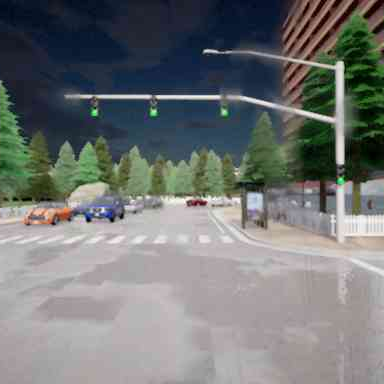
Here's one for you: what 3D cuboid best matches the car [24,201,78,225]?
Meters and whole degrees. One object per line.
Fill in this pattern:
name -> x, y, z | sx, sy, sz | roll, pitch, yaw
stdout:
car -> -10.517, 1.465, 24.725 | 2.097, 1.767, 4.553 | 0, 0, 1

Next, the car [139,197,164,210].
car -> -5.533, 1.557, 47.225 | 2.097, 1.767, 4.553 | 0, 0, 13

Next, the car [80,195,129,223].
car -> -7.018, 1.337, 27.411 | 2.150, 2.045, 5.566 | 0, 0, 1

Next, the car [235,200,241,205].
car -> 6.736, 1.770, 63.280 | 1.812, 1.442, 4.674 | 0, 0, 44

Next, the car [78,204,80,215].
car -> -10.381, 1.634, 33.821 | 1.882, 1.535, 5.008 | 0, 0, 2

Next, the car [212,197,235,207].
car -> 4.847, 1.810, 54.835 | 1.895, 1.301, 4.718 | 0, 0, 30

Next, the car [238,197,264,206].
car -> 11.168, 1.720, 62.810 | 4.902, 1.511, 2.128 | 0, 0, -42

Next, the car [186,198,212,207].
car -> 0.904, 1.699, 54.901 | 1.882, 1.535, 5.008 | 0, 0, 30

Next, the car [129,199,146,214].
car -> -6.836, 1.762, 37.172 | 1.895, 1.301, 4.718 | 0, 0, 3

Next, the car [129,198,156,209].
car -> -7.712, 1.727, 52.319 | 2.128, 1.511, 4.902 | 0, 0, 19
